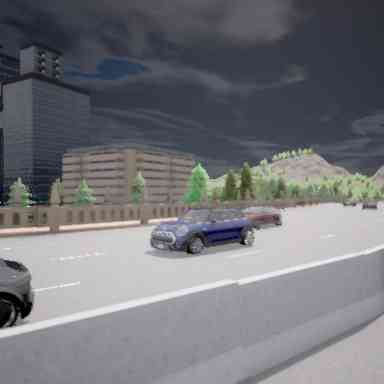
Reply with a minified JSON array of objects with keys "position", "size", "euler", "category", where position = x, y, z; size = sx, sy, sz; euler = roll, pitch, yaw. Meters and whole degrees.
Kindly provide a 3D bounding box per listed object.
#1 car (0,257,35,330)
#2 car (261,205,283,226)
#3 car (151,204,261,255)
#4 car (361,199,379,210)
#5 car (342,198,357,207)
[{"position":[-4.725,1.591,5.094],"size":[4.181,1.385,1.994],"euler":[0,0,-36],"category":"car"},{"position":[4.471,1.632,22.500],"size":[1.812,1.442,4.674],"euler":[0,0,42],"category":"car"},{"position":[0.515,1.414,13.744],"size":[4.553,1.767,2.097],"euler":[0,0,-42],"category":"car"},{"position":[24.728,1.702,46.191],"size":[1.837,1.490,4.892],"euler":[-1,0,31],"category":"car"},{"position":[26.974,1.752,56.886],"size":[2.128,1.511,4.902],"euler":[0,0,31],"category":"car"}]
